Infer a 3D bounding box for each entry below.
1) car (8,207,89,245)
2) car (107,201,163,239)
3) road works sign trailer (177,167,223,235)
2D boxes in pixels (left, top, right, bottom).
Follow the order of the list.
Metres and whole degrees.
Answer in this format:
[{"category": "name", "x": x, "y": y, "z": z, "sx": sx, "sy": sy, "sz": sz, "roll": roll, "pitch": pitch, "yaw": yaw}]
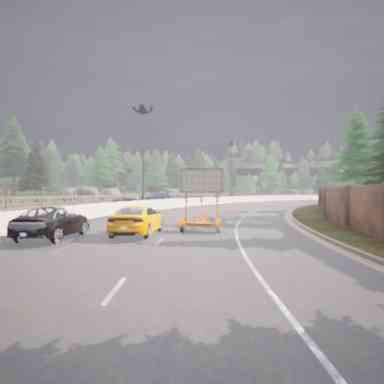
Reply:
[{"category": "car", "x": -6.433, "y": 1.454, "z": 15.470, "sx": 2.128, "sy": 1.511, "sz": 4.902, "roll": 0, "pitch": 0, "yaw": 4}, {"category": "car", "x": -2.773, "y": 1.436, "z": 17.089, "sx": 1.882, "sy": 1.535, "sz": 5.008, "roll": 0, "pitch": 0, "yaw": 6}, {"category": "road works sign trailer", "x": 0.567, "y": 0.419, "z": 18.734, "sx": 2.380, "sy": 3.560, "sz": 2.880, "roll": 0, "pitch": 0, "yaw": 10}]
